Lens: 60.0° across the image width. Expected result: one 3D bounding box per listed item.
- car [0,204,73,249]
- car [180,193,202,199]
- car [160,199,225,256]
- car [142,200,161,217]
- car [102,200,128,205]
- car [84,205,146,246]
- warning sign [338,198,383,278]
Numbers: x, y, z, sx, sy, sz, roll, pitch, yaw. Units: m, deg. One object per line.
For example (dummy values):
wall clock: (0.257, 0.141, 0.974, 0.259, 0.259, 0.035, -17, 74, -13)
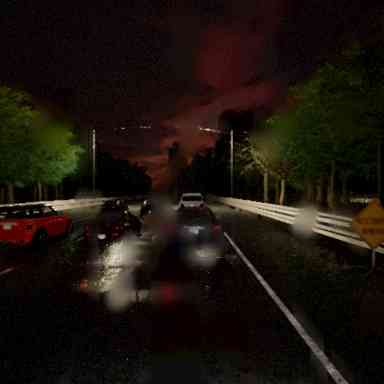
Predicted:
car: (-6.924, 1.335, 14.636, 2.097, 1.767, 4.553, 0, 0, 0)
car: (-0.020, 1.183, 29.210, 2.150, 2.045, 5.566, 0, 0, 0)
car: (0.076, 1.332, 13.128, 2.097, 1.767, 4.553, 0, 0, 0)
car: (-3.528, 1.455, 30.190, 2.128, 1.511, 4.902, 0, 0, 0)
car: (-7.028, 1.469, 30.315, 1.837, 1.490, 4.892, 0, 0, 0)
car: (-3.432, 1.505, 14.910, 1.812, 1.442, 4.674, 0, 0, 0)
warning sign: (4.572, 1.102, 8.389, 1.300, 1.860, 1.060, 1, 1, 0)
